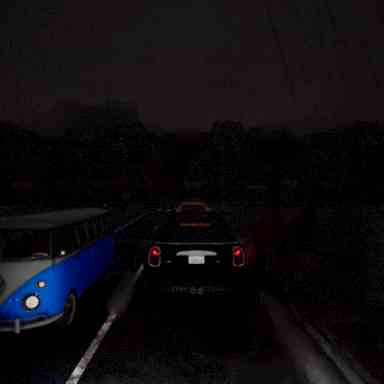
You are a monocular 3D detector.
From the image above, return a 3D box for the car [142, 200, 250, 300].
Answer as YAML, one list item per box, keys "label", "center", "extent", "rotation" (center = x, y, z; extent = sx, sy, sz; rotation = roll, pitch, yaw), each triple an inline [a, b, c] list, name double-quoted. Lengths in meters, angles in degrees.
- label: "car"
  center: [0.077, 1.247, 8.289]
  extent: [2.097, 1.767, 4.553]
  rotation: [0, 1, 0]

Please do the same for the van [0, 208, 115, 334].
- label: "van"
  center: [-2.665, 1.258, 6.419]
  extent: [1.690, 1.788, 3.998]
  rotation: [-1, 1, 0]

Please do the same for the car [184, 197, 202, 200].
- label: "car"
  center: [0.048, 1.254, 17.843]
  extent: [1.882, 1.535, 5.008]
  rotation: [0, 1, 0]
